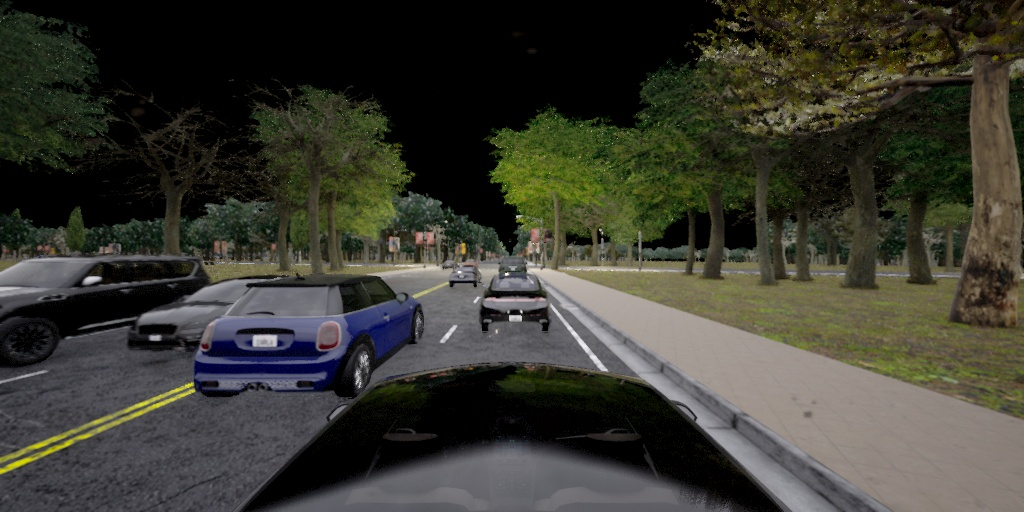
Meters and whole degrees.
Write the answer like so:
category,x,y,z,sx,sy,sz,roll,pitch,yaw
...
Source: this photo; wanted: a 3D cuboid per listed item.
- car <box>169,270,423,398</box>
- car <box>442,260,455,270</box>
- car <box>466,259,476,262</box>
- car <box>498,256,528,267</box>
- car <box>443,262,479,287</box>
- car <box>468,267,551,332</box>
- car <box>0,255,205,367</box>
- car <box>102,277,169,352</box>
category,x,y,z,sx,sy,sz,roll,pitch,yaw
car,-3.156,1.115,6.710,2.097,1.767,4.553,0,0,0
car,-9.830,1.454,56.615,1.837,1.490,4.892,0,-1,0
car,-6.576,1.294,56.963,2.097,1.767,4.553,0,0,0
car,0.063,1.052,28.410,2.150,2.045,5.566,0,0,0
car,-3.182,1.365,25.106,2.033,1.411,5.357,0,0,0
car,0.087,1.268,10.950,2.128,1.511,4.902,0,0,0
car,-9.857,0.990,8.299,2.150,2.045,5.566,0,0,0
car,-6.610,1.275,9.065,1.837,1.490,4.892,0,0,0
